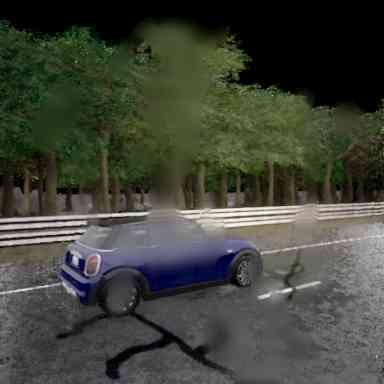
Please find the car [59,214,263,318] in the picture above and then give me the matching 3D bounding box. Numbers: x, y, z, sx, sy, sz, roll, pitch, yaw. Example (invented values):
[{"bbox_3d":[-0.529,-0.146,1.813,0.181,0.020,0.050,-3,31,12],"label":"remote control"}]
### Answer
[{"bbox_3d":[-0.497,1.328,7.611,4.553,1.767,2.097,0,0,-35],"label":"car"}]
